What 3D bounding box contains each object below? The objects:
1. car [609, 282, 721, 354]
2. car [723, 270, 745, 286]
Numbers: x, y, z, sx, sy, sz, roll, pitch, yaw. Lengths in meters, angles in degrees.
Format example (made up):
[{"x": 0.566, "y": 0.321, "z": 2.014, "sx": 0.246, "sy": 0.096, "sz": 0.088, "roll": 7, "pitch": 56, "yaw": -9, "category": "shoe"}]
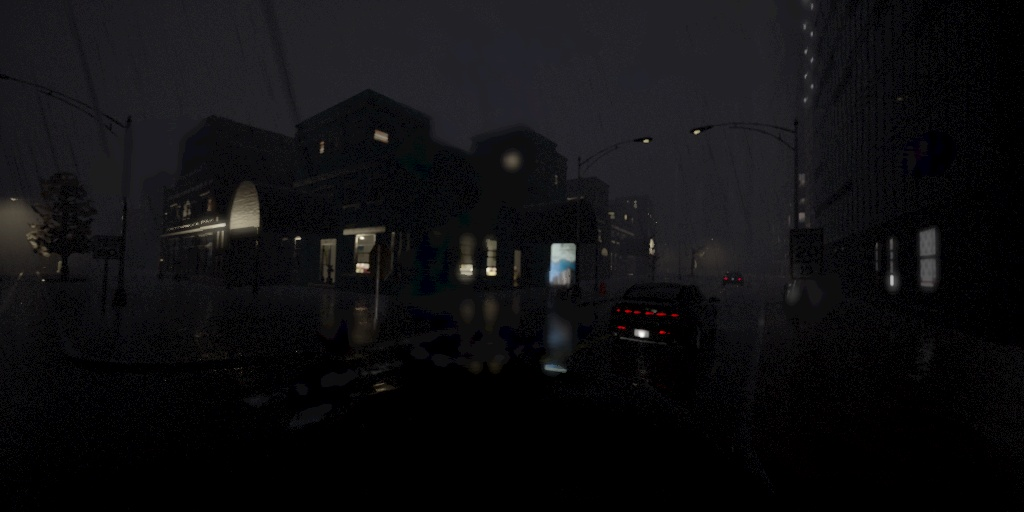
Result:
[{"x": 4.116, "y": 1.427, "z": 9.415, "sx": 1.837, "sy": 1.490, "sz": 4.892, "roll": 0, "pitch": -2, "yaw": 36, "category": "car"}, {"x": 23.299, "y": 2.394, "z": 37.742, "sx": 2.033, "sy": 1.411, "sz": 5.357, "roll": 0, "pitch": -1, "yaw": 33, "category": "car"}]
